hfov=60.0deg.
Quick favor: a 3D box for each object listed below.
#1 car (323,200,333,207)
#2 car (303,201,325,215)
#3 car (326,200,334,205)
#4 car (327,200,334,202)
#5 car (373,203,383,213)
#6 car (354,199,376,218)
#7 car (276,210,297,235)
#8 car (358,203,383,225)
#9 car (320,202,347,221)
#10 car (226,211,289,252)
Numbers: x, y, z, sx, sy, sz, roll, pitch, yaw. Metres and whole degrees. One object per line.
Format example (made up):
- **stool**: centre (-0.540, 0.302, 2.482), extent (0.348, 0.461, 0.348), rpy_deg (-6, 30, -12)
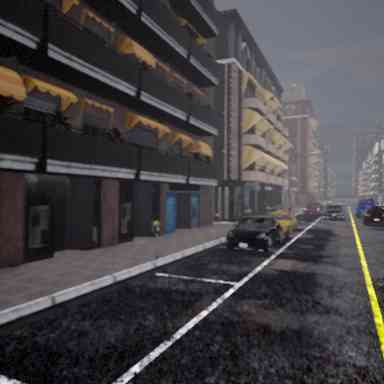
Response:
- **car**: centre (31.385, 2.636, 76.569), extent (2.008, 1.369, 4.403), rpy_deg (0, -1, 25)
- **car**: centre (14.792, 1.992, 40.684), extent (1.967, 1.590, 4.097), rpy_deg (0, -1, 25)
- **car**: centre (36.760, 2.845, 88.313), extent (1.802, 1.307, 4.206), rpy_deg (0, -1, 25)
- **car**: centre (29.014, 2.559, 71.443), extent (2.008, 1.369, 4.403), rpy_deg (0, -1, 25)
- **car**: centre (27.139, 2.273, 47.419), extent (2.008, 1.369, 4.403), rpy_deg (0, -1, 25)
- **car**: centre (19.215, 1.765, 36.676), extent (2.150, 2.045, 5.566), rpy_deg (0, 0, 25)
- **car**: centre (5.239, 1.778, 20.023), extent (1.752, 1.417, 4.829), rpy_deg (0, -1, 25)
- **car**: centre (14.854, 1.929, 27.076), extent (1.812, 1.442, 4.674), rpy_deg (0, -1, 25)
- **car**: centre (13.882, 1.961, 32.451), extent (1.837, 1.490, 4.892), rpy_deg (0, -1, 25)
- **car**: centre (2.939, 1.748, 15.050), extent (1.947, 1.339, 4.313), rpy_deg (0, -1, 25)
